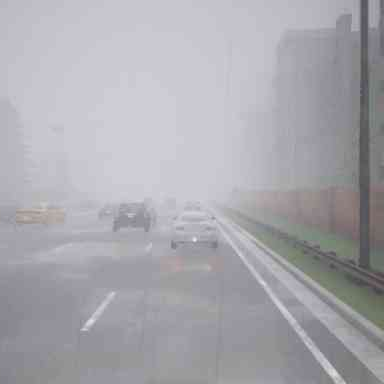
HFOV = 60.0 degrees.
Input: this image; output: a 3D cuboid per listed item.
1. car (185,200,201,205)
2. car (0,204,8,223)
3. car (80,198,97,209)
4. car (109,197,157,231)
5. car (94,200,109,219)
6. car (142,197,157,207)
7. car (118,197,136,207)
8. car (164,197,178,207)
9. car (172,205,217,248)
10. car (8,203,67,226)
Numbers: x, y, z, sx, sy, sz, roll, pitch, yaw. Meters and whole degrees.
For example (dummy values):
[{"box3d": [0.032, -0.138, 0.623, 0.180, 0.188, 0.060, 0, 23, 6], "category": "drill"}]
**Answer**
[{"box3d": [0.093, 1.634, 40.481, 1.895, 1.301, 4.718, 0, 0, 0], "category": "car"}, {"box3d": [-13.904, 1.586, 25.283, 1.994, 1.385, 4.181, 0, 0, 0], "category": "car"}, {"box3d": [-13.909, 1.545, 45.658, 1.837, 1.490, 4.892, 0, 0, 0], "category": "car"}, {"box3d": [-3.406, 1.369, 20.652, 2.097, 1.767, 4.553, 0, 0, 0], "category": "car"}, {"box3d": [-6.906, 1.589, 29.569, 1.994, 1.385, 4.181, 0, 0, 0], "category": "car"}, {"box3d": [-6.911, 1.551, 54.018, 1.837, 1.490, 4.892, 0, 0, 0], "category": "car"}, {"box3d": [-10.410, 1.609, 53.600, 1.994, 1.385, 4.181, 0, 0, 0], "category": "car"}, {"box3d": [-3.410, 1.549, 52.980, 1.837, 1.490, 4.892, 0, 0, 0], "category": "car"}, {"box3d": [0.096, 1.538, 14.779, 1.812, 1.442, 4.674, 0, 0, 0], "category": "car"}, {"box3d": [-10.404, 1.497, 23.335, 1.882, 1.535, 5.008, 0, 0, 0], "category": "car"}]
